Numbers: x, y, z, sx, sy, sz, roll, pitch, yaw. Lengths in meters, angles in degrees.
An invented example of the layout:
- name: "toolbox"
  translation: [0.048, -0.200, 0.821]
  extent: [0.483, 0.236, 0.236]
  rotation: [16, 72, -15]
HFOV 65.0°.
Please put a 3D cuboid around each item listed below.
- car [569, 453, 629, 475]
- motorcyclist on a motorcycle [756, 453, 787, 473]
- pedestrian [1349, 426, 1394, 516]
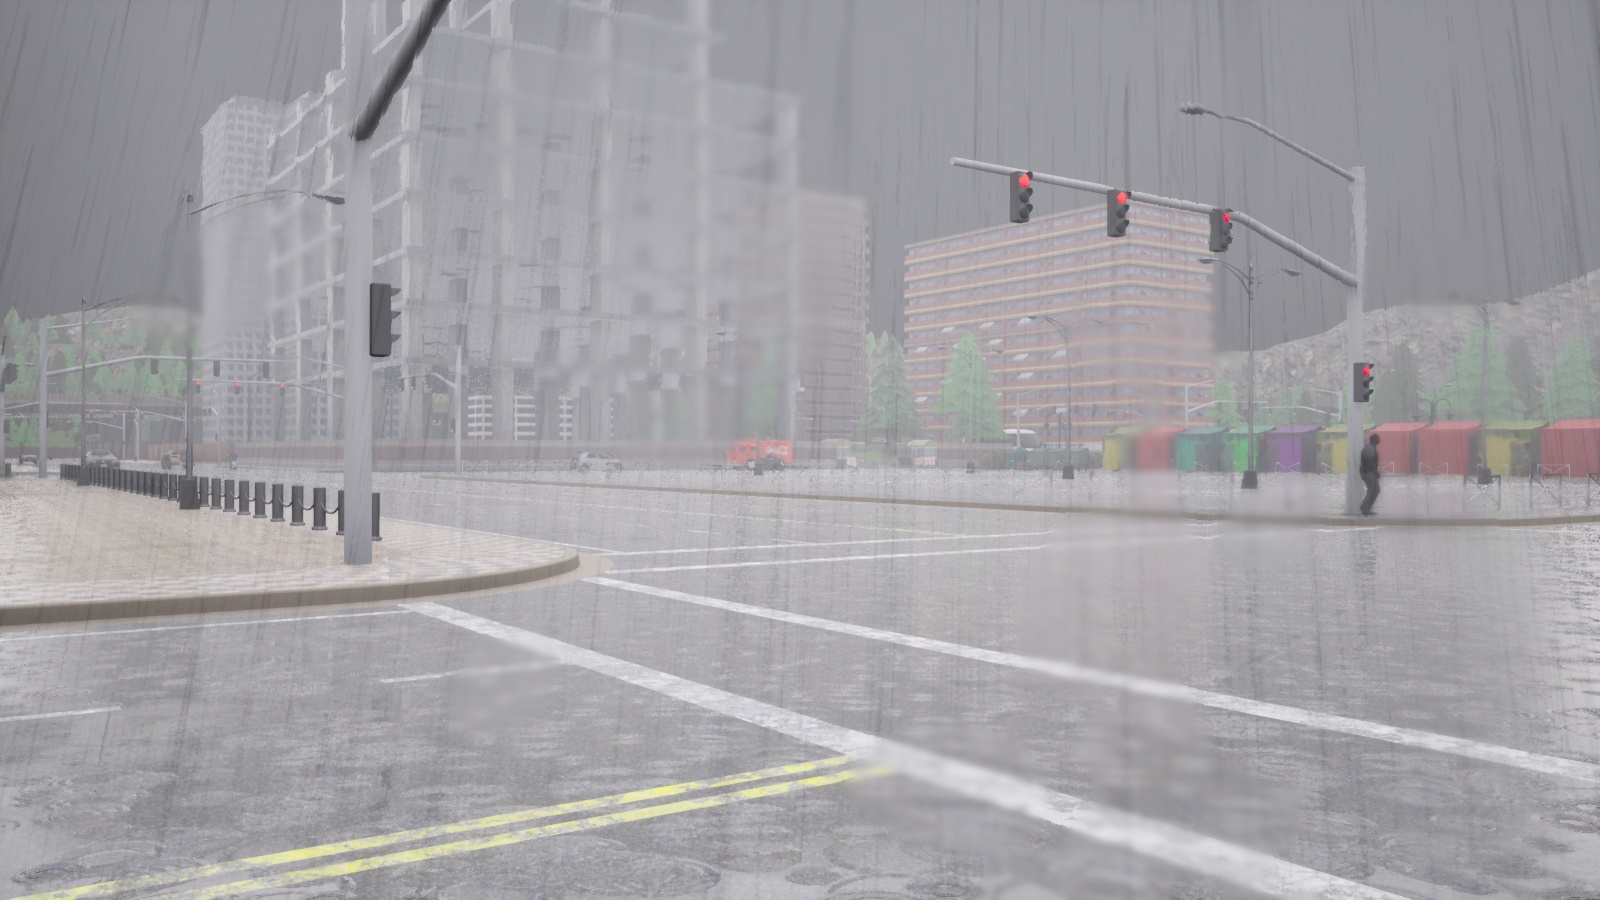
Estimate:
- name: "car"
  translation: [-13.780, 0.944, 86.185]
  extent: [3.633, 1.501, 1.845]
  rotation: [0, 0, -35]
- name: "motorcyclist on a motorcycle"
  translation: [-2.121, 0.962, 94.364]
  extent: [2.191, 1.530, 0.866]
  rotation: [0, 0, -35]
- name: "pedestrian"
  translation: [12.174, 0.444, 26.780]
  extent: [0.849, 1.883, 0.563]
  rotation: [0, 0, 22]
